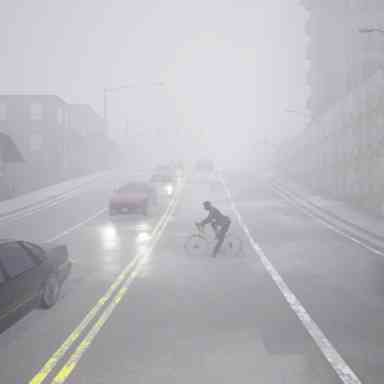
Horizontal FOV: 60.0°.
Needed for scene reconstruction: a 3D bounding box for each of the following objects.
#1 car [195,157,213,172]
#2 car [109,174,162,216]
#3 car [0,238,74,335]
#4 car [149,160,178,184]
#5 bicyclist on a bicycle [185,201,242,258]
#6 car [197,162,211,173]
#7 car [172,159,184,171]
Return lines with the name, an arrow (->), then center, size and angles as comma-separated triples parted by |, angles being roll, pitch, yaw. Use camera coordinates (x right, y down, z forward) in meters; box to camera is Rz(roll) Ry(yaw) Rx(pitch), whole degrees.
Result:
car -> 1.472, -3.391, 39.899 | 2.097, 1.767, 4.553 | 0, 6, 2
car -> -3.011, 0.181, 17.810 | 1.882, 1.535, 5.008 | 0, 8, 2
car -> -3.483, 1.453, 4.732 | 2.033, 1.411, 5.357 | 0, 2, 2
car -> -2.572, -1.699, 29.565 | 1.837, 1.490, 4.892 | 0, 10, 2
bicyclist on a bicycle -> 0.607, 1.081, 9.514 | 1.656, 1.620, 0.582 | -2, 4, 2
car -> 1.789, -3.621, 49.834 | 1.895, 1.301, 4.718 | 0, 0, 2
car -> -2.050, -3.532, 43.566 | 2.128, 1.511, 4.902 | 0, 3, 2
